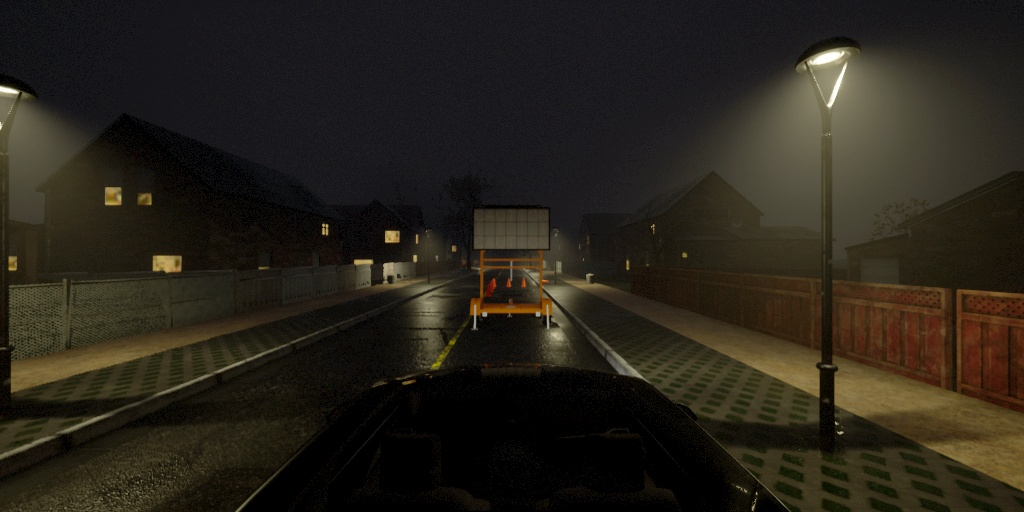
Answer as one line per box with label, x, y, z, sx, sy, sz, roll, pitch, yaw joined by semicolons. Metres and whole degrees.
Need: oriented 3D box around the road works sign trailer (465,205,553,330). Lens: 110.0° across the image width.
road works sign trailer;-0.018;0.230;11.177;2.380;3.560;2.880;0;0;0
